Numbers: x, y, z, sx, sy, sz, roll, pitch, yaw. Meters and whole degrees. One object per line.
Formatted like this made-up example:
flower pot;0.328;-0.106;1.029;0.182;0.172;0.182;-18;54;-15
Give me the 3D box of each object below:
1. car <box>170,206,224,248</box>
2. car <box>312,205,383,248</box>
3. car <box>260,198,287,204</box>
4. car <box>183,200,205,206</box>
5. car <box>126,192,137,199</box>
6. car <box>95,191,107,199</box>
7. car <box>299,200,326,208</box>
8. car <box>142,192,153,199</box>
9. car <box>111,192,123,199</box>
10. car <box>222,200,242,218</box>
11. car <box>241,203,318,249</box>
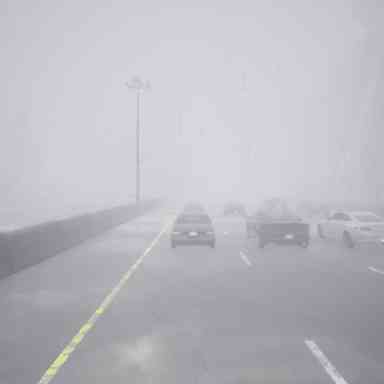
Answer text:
car;0.063;1.561;14.607;2.033;1.411;5.357;0;0;0
car;7.063;1.531;14.552;1.812;1.442;4.674;0;0;0
car;7.179;1.287;29.517;2.097;1.767;4.553;0;0;0
car;0.180;1.454;29.602;1.812;1.442;4.674;0;0;0
car;-13.468;0.764;74.929;1.895;1.301;4.718;0;1;0
car;-20.468;0.668;75.011;1.837;1.490;4.892;0;1;0
car;10.679;1.454;29.521;1.812;1.442;4.674;0;0;0
car;-9.968;0.692;74.930;1.812;1.442;4.674;0;1;0
car;-16.968;0.692;74.984;1.812;1.442;4.674;0;1;0
car;3.680;1.454;29.575;1.812;1.442;4.674;0;0;0
car;3.563;1.483;14.580;1.882;1.535;5.008;0;0;0
